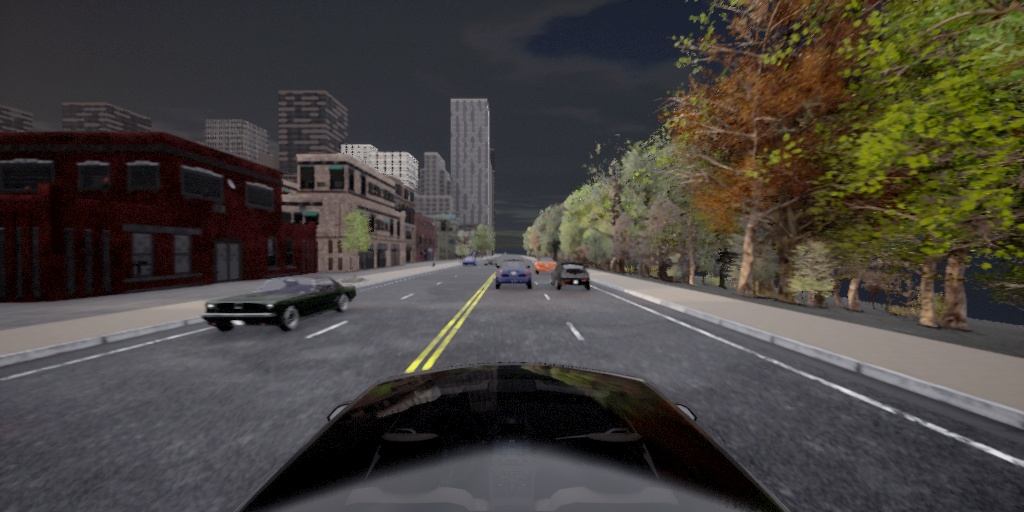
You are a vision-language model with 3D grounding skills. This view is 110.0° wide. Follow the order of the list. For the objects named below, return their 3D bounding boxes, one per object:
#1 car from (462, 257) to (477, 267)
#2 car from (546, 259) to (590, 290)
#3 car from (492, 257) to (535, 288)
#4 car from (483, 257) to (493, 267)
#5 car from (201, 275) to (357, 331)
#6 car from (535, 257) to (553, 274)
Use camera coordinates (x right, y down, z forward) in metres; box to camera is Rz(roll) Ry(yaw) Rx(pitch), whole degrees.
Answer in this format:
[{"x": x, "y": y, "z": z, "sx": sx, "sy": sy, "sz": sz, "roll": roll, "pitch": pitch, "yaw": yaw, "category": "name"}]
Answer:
[{"x": -6.537, "y": 0.828, "z": 55.851, "sx": 1.882, "sy": 1.535, "sz": 5.008, "roll": 0, "pitch": 1, "yaw": 1, "category": "car"}, {"x": 3.351, "y": 1.112, "z": 21.258, "sx": 1.837, "sy": 1.490, "sz": 4.892, "roll": 0, "pitch": 0, "yaw": 0, "category": "car"}, {"x": 0.100, "y": 0.954, "z": 22.068, "sx": 2.097, "sy": 1.767, "sz": 4.553, "roll": 0, "pitch": 0, "yaw": 0, "category": "car"}, {"x": -3.288, "y": 0.915, "z": 55.791, "sx": 1.994, "sy": 1.385, "sz": 4.181, "roll": 0, "pitch": 0, "yaw": 1, "category": "car"}, {"x": -6.588, "y": 1.285, "z": 10.838, "sx": 1.895, "sy": 1.301, "sz": 4.718, "roll": 0, "pitch": 0, "yaw": 0, "category": "car"}, {"x": 3.326, "y": 0.845, "z": 36.629, "sx": 2.097, "sy": 1.767, "sz": 4.553, "roll": 0, "pitch": 0, "yaw": 0, "category": "car"}]
